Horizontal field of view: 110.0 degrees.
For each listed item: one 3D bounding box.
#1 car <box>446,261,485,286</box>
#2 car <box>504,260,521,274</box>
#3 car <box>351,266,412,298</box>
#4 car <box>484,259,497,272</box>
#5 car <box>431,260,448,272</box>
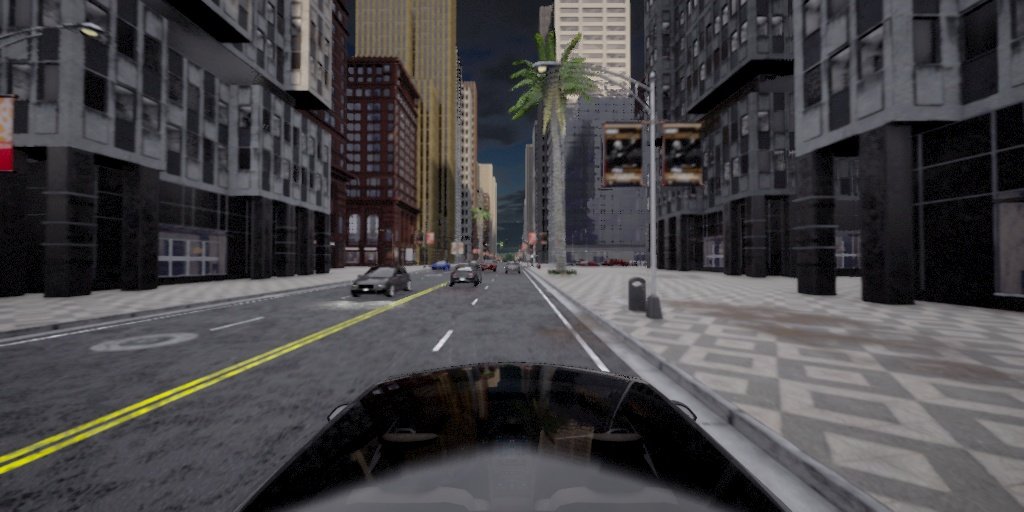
[{"bbox_3d":[-3.148,1.301,25.097,1.812,1.442,4.674,0,0,0],"label":"car"},{"bbox_3d":[0.103,1.337,43.964,2.128,1.511,4.902,0,0,0],"label":"car"},{"bbox_3d":[-6.595,1.268,18.594,1.837,1.490,4.892,0,0,0],"label":"car"},{"bbox_3d":[-3.146,1.234,49.901,2.097,1.767,4.553,0,0,0],"label":"car"},{"bbox_3d":[-9.821,1.358,49.686,1.882,1.535,5.008,0,0,0],"label":"car"}]
